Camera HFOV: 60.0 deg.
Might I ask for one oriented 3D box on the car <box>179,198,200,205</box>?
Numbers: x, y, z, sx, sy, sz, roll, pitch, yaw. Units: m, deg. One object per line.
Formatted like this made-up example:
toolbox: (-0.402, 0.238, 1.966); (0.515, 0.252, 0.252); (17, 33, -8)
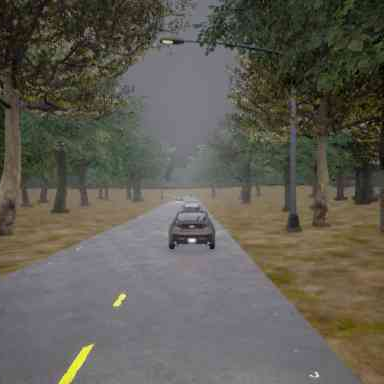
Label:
car: (0.000, 1.568, 29.653); (1.812, 1.442, 4.674); (0, 0, 0)

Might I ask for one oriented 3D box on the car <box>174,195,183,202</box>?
car: (-3.001, 1.413, 75.988); (2.128, 1.511, 4.902); (0, 0, 0)

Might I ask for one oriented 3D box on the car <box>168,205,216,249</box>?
car: (0.000, 1.533, 14.651); (1.837, 1.490, 4.892); (0, 0, 0)
